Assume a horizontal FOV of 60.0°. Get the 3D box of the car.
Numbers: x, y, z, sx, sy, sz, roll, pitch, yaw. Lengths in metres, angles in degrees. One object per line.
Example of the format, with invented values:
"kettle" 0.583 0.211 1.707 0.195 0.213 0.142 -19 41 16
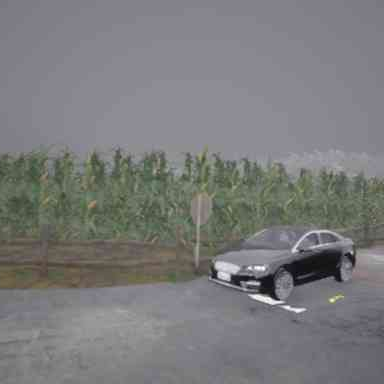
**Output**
"car" 2.598 1.675 8.922 4.902 1.511 2.128 2 -1 -40
